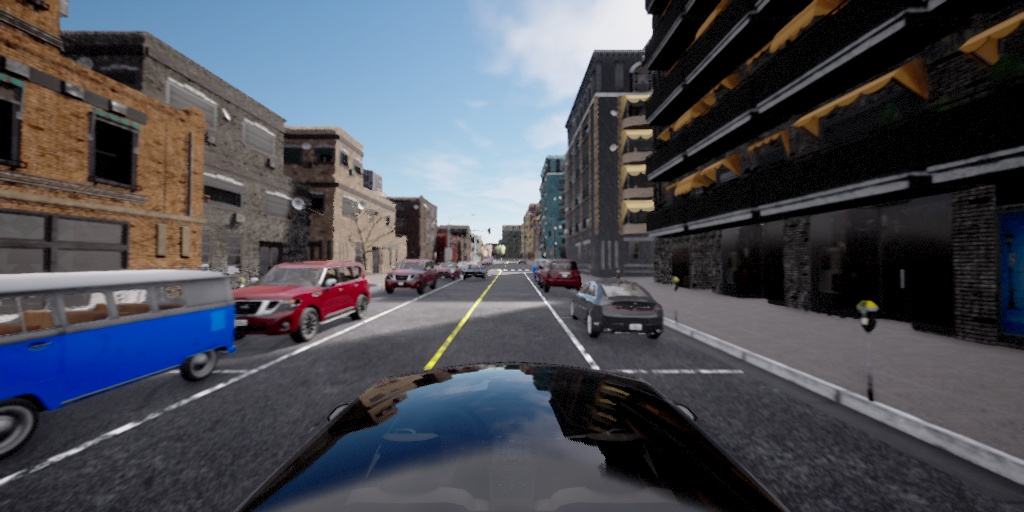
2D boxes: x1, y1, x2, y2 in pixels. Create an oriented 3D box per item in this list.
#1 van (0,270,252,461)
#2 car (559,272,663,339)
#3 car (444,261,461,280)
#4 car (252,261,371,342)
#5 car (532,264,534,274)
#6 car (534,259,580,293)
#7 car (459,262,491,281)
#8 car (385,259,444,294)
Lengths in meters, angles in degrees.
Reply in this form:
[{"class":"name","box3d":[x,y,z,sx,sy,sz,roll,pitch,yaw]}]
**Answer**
[{"class":"van","box3d":[-5.689,1.096,4.609,1.690,1.789,3.998,0,0,0]},{"class":"car","box3d":[2.693,1.316,10.008,2.007,1.370,4.403,0,0,0]},{"class":"car","box3d":[-5.685,1.245,31.645,1.967,1.591,4.097,0,0,0]},{"class":"car","box3d":[-5.688,1.080,10.016,2.192,1.841,5.009,0,0,0]},{"class":"car","box3d":[2.695,1.235,26.229,1.967,1.591,4.097,0,0,0]},{"class":"car","box3d":[2.694,1.100,20.822,2.192,1.841,5.009,0,0,0]},{"class":"car","box3d":[-3.093,1.405,31.022,1.895,1.301,4.718,0,0,0]},{"class":"car","box3d":[-5.687,1.100,20.831,2.192,1.841,5.009,0,0,0]}]
